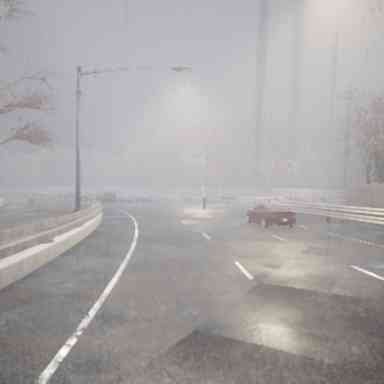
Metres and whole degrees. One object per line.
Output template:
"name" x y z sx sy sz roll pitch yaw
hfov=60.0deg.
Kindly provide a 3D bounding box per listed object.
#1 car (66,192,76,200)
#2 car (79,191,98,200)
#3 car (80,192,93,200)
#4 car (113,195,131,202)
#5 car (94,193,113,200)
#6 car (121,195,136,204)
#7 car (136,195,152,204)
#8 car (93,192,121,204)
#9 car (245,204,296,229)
"car" -25.556 0.880 71.273 1.837 1.490 4.892 1 0 -43
"car" -22.864 0.765 73.515 2.097 1.767 4.553 1 0 -43
"car" -19.391 1.154 63.277 2.128 1.511 4.902 1 0 -37
"car" -14.289 1.262 68.186 1.994 1.385 4.181 1 0 -37
"car" -20.218 0.964 75.801 2.128 1.511 4.902 1 0 -43
"car" -12.051 1.354 58.439 1.895 1.301 4.718 1 0 -30
"car" -8.893 1.268 59.963 1.882 1.535 5.008 1 0 -30
"car" -14.100 0.956 54.969 2.150 2.045 5.566 1 0 -30
"car" 5.087 1.504 22.172 1.882 1.535 5.008 1 0 -10
